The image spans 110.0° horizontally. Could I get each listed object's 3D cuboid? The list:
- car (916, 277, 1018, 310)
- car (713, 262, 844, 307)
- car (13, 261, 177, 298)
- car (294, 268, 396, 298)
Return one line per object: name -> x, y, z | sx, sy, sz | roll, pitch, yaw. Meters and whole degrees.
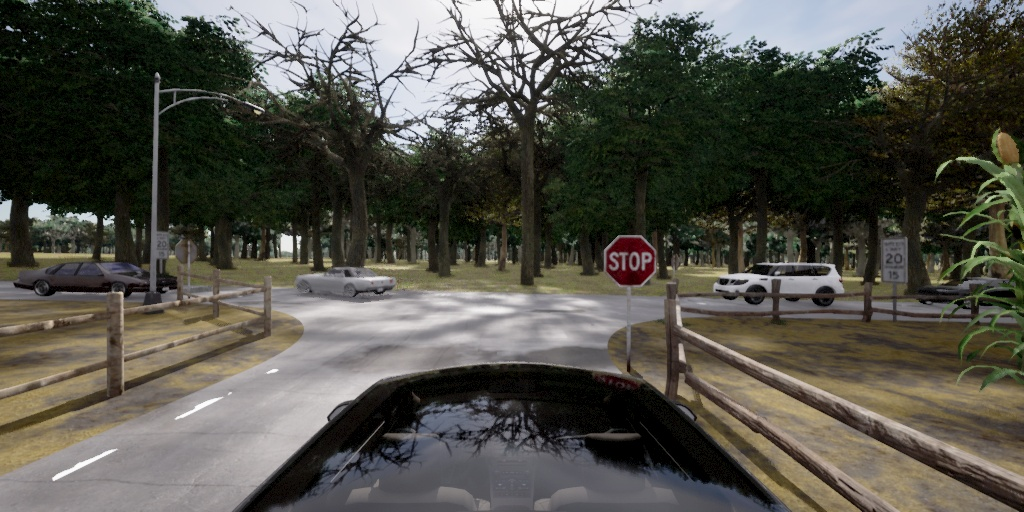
car -> 23.178, 1.810, 17.822 | 5.008, 1.535, 1.882 | 1, 0, 0
car -> 13.146, 1.316, 17.814 | 5.566, 2.045, 2.150 | 1, 0, -1
car -> -17.034, 0.923, 14.899 | 5.357, 1.411, 2.033 | 1, 0, 0
car -> -8.027, 1.193, 17.127 | 4.718, 1.301, 1.895 | 1, 0, 23
